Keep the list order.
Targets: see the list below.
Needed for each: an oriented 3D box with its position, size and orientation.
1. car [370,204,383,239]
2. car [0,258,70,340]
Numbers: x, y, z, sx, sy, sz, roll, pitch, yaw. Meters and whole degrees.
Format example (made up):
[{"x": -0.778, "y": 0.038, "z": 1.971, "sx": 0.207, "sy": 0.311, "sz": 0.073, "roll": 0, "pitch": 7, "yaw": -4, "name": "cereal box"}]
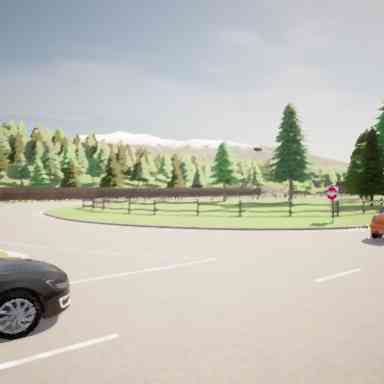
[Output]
[{"x": 10.251, "y": 1.239, "z": 15.350, "sx": 4.553, "sy": 1.767, "sz": 2.097, "roll": 0, "pitch": 0, "yaw": -35, "name": "car"}, {"x": -4.387, "y": 1.511, "z": 4.918, "sx": 4.892, "sy": 1.490, "sz": 1.837, "roll": -1, "pitch": 0, "yaw": -35, "name": "car"}]
